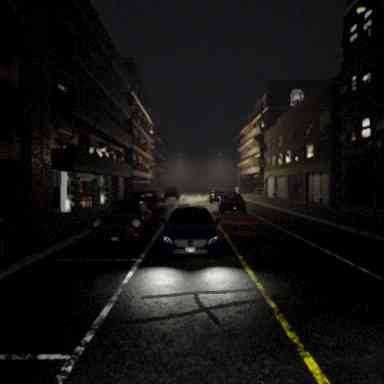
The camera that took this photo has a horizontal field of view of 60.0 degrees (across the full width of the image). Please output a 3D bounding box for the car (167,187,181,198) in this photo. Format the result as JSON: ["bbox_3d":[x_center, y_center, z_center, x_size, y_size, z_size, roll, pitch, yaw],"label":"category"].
[{"bbox_3d":[-2.817,0.081,53.149,1.967,1.590,4.097,0,1,0],"label":"car"}]

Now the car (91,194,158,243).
[{"bbox_3d":[-2.725,1.086,13.708,1.967,1.590,4.097,0,1,0],"label":"car"}]

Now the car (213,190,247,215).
[{"bbox_3d":[2.983,0.847,25.389,2.128,1.511,4.902,0,1,0],"label":"car"}]

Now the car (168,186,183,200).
[{"bbox_3d":[-2.803,0.100,47.512,2.192,1.841,5.009,0,1,0],"label":"car"}]

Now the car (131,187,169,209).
[{"bbox_3d":[-2.737,0.818,19.339,2.192,1.841,5.009,0,1,0],"label":"car"}]

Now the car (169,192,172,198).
[{"bbox_3d":[-2.752,0.942,24.981,1.802,1.307,4.206,0,1,0],"label":"car"}]

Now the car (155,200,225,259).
[{"bbox_3d":[-0.030,1.233,11.423,1.812,1.442,4.674,0,2,0],"label":"car"}]

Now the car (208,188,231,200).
[{"bbox_3d":[2.934,0.565,38.648,2.033,1.411,5.357,0,1,0],"label":"car"}]
